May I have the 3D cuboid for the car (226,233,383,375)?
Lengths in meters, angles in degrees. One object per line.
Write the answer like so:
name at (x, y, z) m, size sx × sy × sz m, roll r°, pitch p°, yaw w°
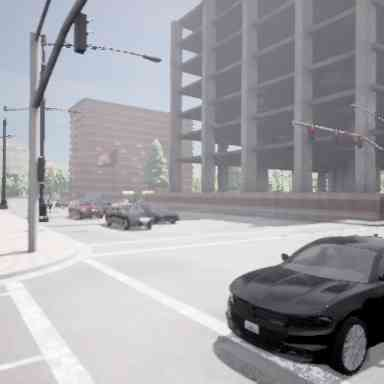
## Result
car at (2.832, 1.547, 5.866) m, size 5.008 × 1.535 × 1.882 m, roll 1°, pitch -1°, yaw -35°

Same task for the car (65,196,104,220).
car at (-9.525, 1.496, 29.881) m, size 2.097 × 1.767 × 4.553 m, roll 1°, pitch -1°, yaw -35°

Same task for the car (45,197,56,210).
car at (-20.680, 1.675, 46.003) m, size 1.837 × 1.490 × 4.892 m, roll 1°, pitch -1°, yaw -34°

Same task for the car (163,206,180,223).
car at (-3.042, 1.725, 26.687) m, size 2.033 × 1.411 × 5.357 m, roll 1°, pitch -1°, yaw -35°

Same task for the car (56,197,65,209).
car at (-19.532, 1.738, 50.526) m, size 1.812 × 1.442 × 4.674 m, roll 1°, pitch -1°, yaw -34°

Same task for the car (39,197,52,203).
car at (-34.621, 1.887, 78.414) m, size 1.895 × 1.301 × 4.718 m, roll 1°, pitch -1°, yaw -35°

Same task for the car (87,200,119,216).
car at (-9.779, 1.695, 36.377) m, size 1.837 × 1.490 × 4.892 m, roll 1°, pitch 0°, yaw -35°

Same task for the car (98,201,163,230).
car at (-4.260, 1.624, 22.327) m, size 2.128 × 1.511 × 4.902 m, roll 1°, pitch -1°, yaw -35°

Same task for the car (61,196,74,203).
car at (-28.260, 1.690, 75.400) m, size 1.812 × 1.442 × 4.674 m, roll 1°, pitch -1°, yaw -35°
